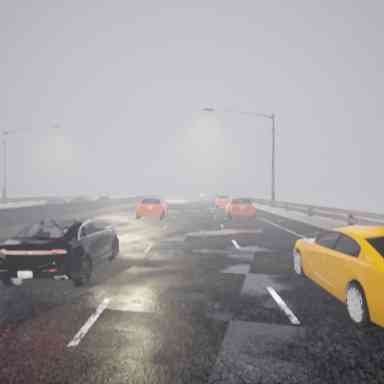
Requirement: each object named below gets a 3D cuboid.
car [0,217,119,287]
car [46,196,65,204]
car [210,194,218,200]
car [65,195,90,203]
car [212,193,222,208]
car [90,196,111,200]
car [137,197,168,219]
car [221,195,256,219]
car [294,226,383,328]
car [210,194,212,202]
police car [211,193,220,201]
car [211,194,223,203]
[{"bbox_3d":[-3.358,1.441,9.143,2.128,1.511,4.902,0,0,0],"label":"car"},{"bbox_3d":[-20.278,1.344,50.224,1.994,1.385,4.181,0,0,2],"label":"car"},{"bbox_3d":[5.791,1.276,87.025,1.994,1.385,4.181,0,0,3],"label":"car"},{"bbox_3d":[-16.778,1.258,50.194,1.882,1.535,5.008,0,0,2],"label":"car"},{"bbox_3d":[4.090,1.155,43.338,2.097,1.767,4.553,0,0,2],"label":"car"},{"bbox_3d":[-13.281,1.306,50.179,1.812,1.442,4.674,0,0,2],"label":"car"},{"bbox_3d":[-3.150,1.214,27.178,2.097,1.767,4.553,0,0,1],"label":"car"},{"bbox_3d":[3.854,1.215,27.330,2.097,1.767,4.553,0,0,1],"label":"car"},{"bbox_3d":[3.629,1.440,6.903,1.882,1.535,5.008,0,0,0],"label":"car"},{"bbox_3d":[4.412,1.275,54.316,2.163,1.488,4.792,0,0,2],"label":"car"},{"bbox_3d":[5.267,1.148,76.225,1.930,1.638,5.238,0,0,3],"label":"police car"},{"bbox_3d":[4.803,1.247,65.232,2.163,1.488,4.792,0,0,2],"label":"car"}]
